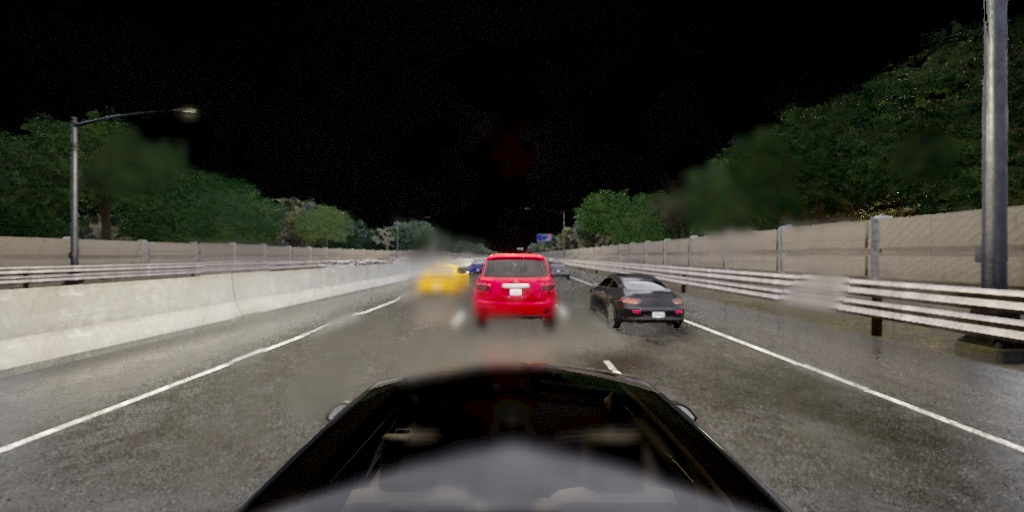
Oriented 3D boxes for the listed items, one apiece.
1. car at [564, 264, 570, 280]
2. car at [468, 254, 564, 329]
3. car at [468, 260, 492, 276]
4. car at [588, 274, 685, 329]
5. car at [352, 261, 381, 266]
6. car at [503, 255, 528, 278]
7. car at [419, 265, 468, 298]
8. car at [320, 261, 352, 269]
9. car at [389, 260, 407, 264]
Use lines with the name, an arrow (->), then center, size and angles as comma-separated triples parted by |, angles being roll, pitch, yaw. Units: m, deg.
car -> 3.790, 1.257, 30.869 | 2.033, 1.411, 5.357 | 0, 0, 1
car -> 0.127, 0.959, 11.327 | 2.150, 2.045, 5.566 | 0, 0, 1
car -> -3.163, 1.179, 36.446 | 1.882, 1.535, 5.008 | 0, 0, 1
car -> 3.620, 1.263, 11.077 | 1.812, 1.442, 4.674 | 0, 0, 1
car -> -17.296, 1.253, 43.722 | 1.994, 1.385, 4.181 | 0, 0, 1
car -> 0.322, 0.921, 34.422 | 2.150, 2.045, 5.566 | 0, -1, 0
car -> -3.297, 1.205, 18.326 | 1.882, 1.535, 5.008 | 0, 0, 1
car -> -20.807, 1.291, 42.679 | 1.895, 1.301, 4.718 | 0, 0, 1
car -> -13.799, 1.215, 43.604 | 1.812, 1.442, 4.674 | 0, 0, 1
